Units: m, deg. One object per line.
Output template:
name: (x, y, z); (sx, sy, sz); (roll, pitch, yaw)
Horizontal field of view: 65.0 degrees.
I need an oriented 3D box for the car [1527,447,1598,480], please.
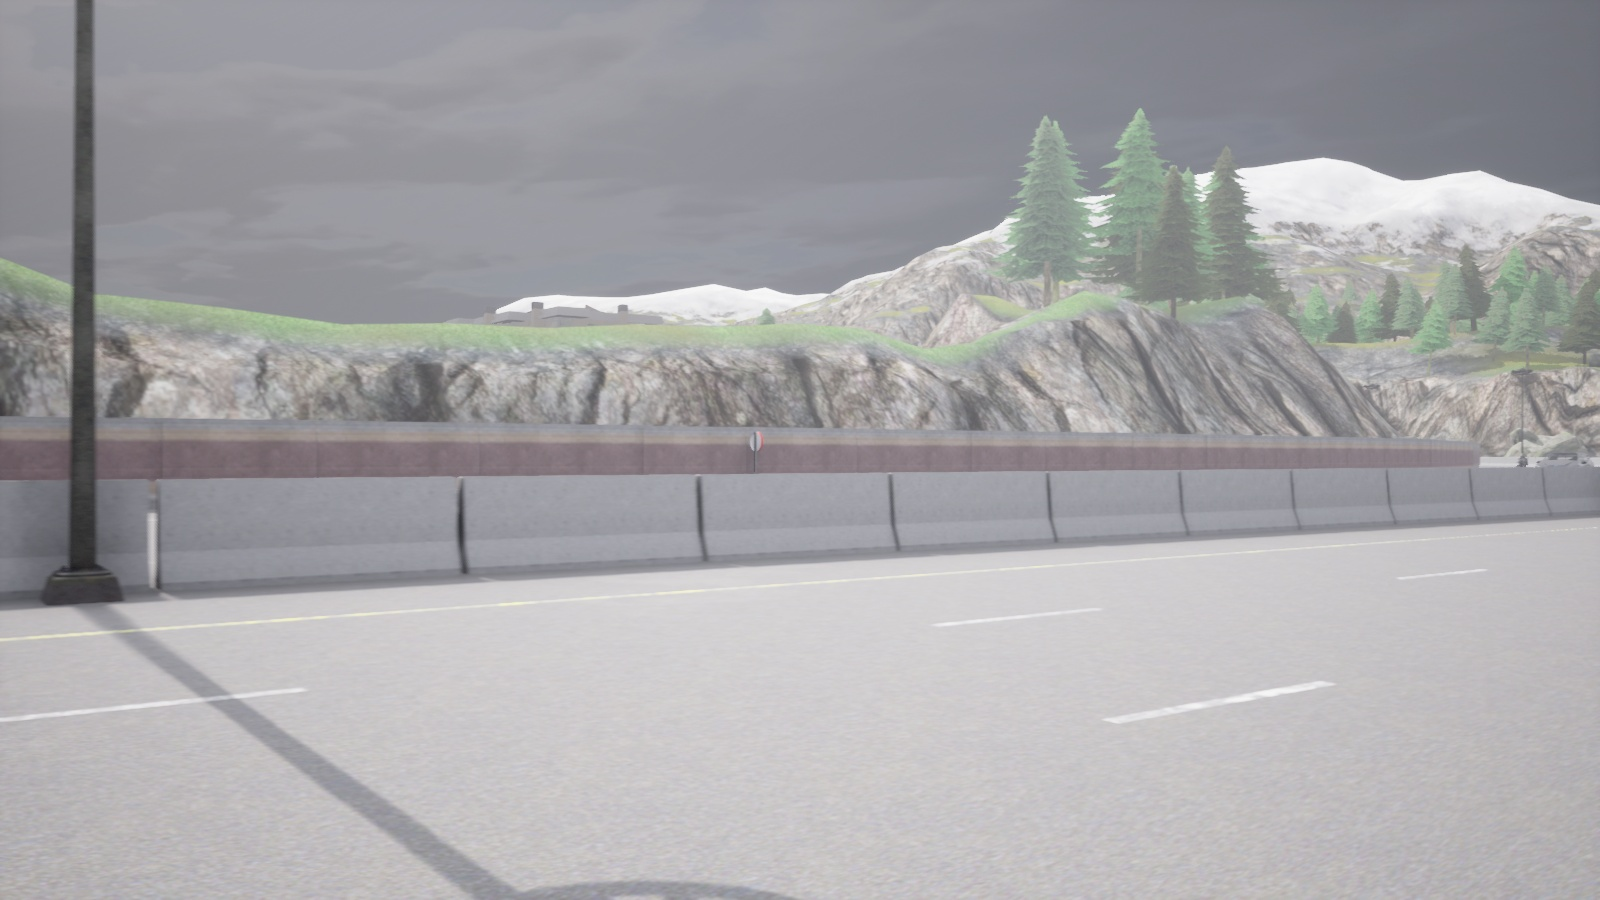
car: (39.305, 0.664, 64.708); (2.242, 1.667, 4.611); (0, 0, 43)
